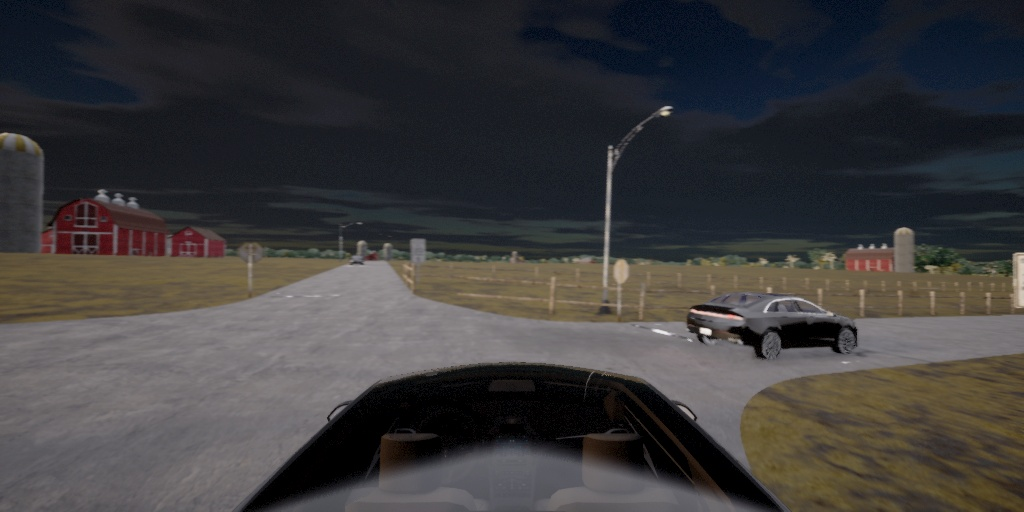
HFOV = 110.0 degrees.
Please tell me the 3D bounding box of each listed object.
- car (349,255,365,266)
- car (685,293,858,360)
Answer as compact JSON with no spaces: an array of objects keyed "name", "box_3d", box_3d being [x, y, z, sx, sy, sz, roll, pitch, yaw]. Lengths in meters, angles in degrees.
[{"name":"car","box_3d":[-23.146,0.654,53.716,1.837,1.490,4.892,1,0,-20]},{"name":"car","box_3d":[6.987,1.753,9.611,4.902,1.511,2.128,3,-2,-21]}]
